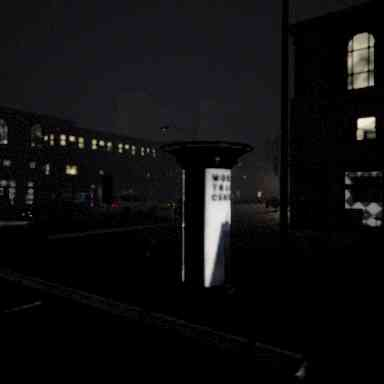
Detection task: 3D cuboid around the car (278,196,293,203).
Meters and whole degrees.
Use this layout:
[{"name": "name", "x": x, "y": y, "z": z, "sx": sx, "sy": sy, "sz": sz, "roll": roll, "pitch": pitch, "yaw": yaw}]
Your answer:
[{"name": "car", "x": 21.697, "y": 1.637, "z": 77.221, "sx": 1.967, "sy": 1.590, "sz": 4.097, "roll": 0, "pitch": 0, "yaw": 35}]

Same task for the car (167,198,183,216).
[{"name": "car", "x": 0.013, "y": 1.540, "z": 31.678, "sx": 1.887, "sy": 1.381, "sz": 4.507, "roll": 0, "pitch": 0, "yaw": 35}]

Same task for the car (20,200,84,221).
[{"name": "car", "x": -10.929, "y": 1.409, "z": 26.257, "sx": 1.837, "sy": 1.490, "sz": 4.892, "roll": 1, "pitch": 0, "yaw": 35}]

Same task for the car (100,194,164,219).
[{"name": "car", "x": -5.293, "y": 1.172, "z": 28.794, "sx": 2.150, "sy": 2.045, "sz": 5.566, "roll": 1, "pitch": 0, "yaw": 36}]

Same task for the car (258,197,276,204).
[{"name": "car", "x": 15.345, "y": 1.686, "z": 68.178, "sx": 2.008, "sy": 1.369, "sz": 4.403, "roll": 0, "pitch": 0, "yaw": 35}]

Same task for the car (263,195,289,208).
[{"name": "car", "x": 12.674, "y": 1.546, "z": 49.795, "sx": 1.967, "sy": 1.590, "sz": 4.097, "roll": 0, "pitch": 0, "yaw": 35}]

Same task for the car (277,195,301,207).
[{"name": "car", "x": 15.851, "y": 1.451, "z": 54.318, "sx": 2.192, "sy": 1.841, "sz": 5.009, "roll": 0, "pitch": 0, "yaw": 35}]

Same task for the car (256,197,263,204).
[{"name": "car", "x": 12.168, "y": 1.655, "z": 63.655, "sx": 2.008, "sy": 1.369, "sz": 4.403, "roll": 0, "pitch": 0, "yaw": 35}]

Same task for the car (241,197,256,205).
[{"name": "car", "x": 8.992, "y": 1.625, "z": 59.133, "sx": 2.008, "sy": 1.369, "sz": 4.403, "roll": 0, "pitch": 0, "yaw": 35}]

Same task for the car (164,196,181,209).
[{"name": "car", "x": -3.810, "y": 1.484, "z": 40.906, "sx": 1.752, "sy": 1.417, "sz": 4.829, "roll": 0, "pitch": 0, "yaw": 35}]

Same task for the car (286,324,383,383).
[{"name": "car", "x": 2.702, "y": 1.328, "z": 0.947, "sx": 5.009, "sy": 1.841, "sz": 2.192, "roll": 1, "pitch": 0, "yaw": 35}]

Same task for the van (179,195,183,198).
[{"name": "van", "x": -0.535, "y": 1.328, "z": 45.568, "sx": 1.690, "sy": 1.788, "sz": 3.998, "roll": 0, "pitch": 0, "yaw": 35}]

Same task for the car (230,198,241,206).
[{"name": "car", "x": 5.719, "y": 1.569, "z": 54.472, "sx": 1.752, "sy": 1.417, "sz": 4.829, "roll": 0, "pitch": 0, "yaw": 35}]
